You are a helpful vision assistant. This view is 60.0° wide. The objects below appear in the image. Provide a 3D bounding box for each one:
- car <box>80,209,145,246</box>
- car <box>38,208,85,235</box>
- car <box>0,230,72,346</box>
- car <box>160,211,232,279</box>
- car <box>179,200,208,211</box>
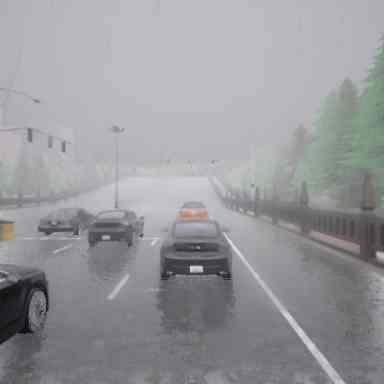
[{"bbox_3d":[-3.396,1.570,15.570,1.837,1.490,4.892,0,0,0],"label":"car"},{"bbox_3d":[-6.897,1.628,19.156,2.033,1.411,5.357,0,0,0],"label":"car"},{"bbox_3d":[-3.400,1.508,3.898,2.128,1.511,4.902,0,0,0],"label":"car"},{"bbox_3d":[0.102,1.548,10.146,1.837,1.490,4.892,0,0,0],"label":"car"},{"bbox_3d":[0.106,1.452,23.993,2.097,1.767,4.553,0,0,0],"label":"car"}]
